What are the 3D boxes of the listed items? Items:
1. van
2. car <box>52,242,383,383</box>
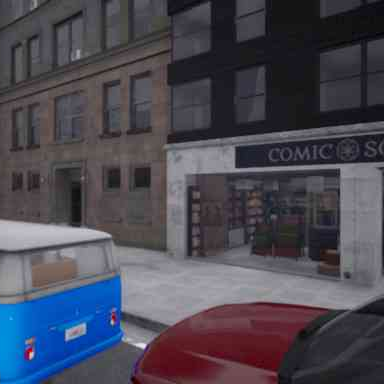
[{"bbox_3d":[-2.809,1.331,4.815,3.998,1.788,1.690,0,0,36],"label":"van"},{"bbox_3d":[1.814,1.316,1.516,5.009,1.841,2.192,0,0,36],"label":"car"}]
